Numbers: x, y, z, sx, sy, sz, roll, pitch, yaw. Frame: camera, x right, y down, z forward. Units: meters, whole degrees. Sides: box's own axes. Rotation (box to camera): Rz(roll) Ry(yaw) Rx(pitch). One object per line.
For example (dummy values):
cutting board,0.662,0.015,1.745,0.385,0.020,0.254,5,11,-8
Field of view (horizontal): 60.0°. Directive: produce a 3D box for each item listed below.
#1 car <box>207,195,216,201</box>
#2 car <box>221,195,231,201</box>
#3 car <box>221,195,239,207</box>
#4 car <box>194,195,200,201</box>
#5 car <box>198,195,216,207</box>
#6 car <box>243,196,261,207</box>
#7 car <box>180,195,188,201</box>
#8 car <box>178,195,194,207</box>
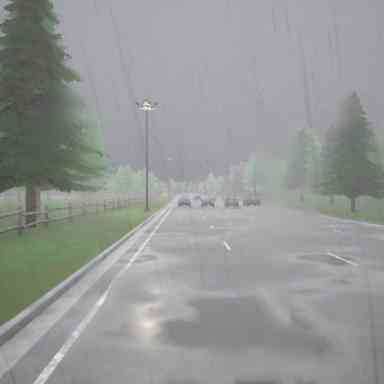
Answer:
car,5.018,1.524,85.158,1.812,1.442,4.674,0,0,-1
car,8.539,1.552,84.297,1.994,1.385,4.181,0,0,-1
car,5.885,1.491,50.255,2.128,1.511,4.902,0,0,-1
car,1.486,1.500,86.428,1.837,1.490,4.892,0,0,-1
car,2.375,1.601,50.902,1.895,1.301,4.718,0,0,-1
car,9.315,1.352,52.106,2.097,1.767,4.553,0,0,-1
car,-2.034,1.540,87.231,2.033,1.411,5.357,0,0,-1
car,-1.124,1.601,51.019,1.895,1.301,4.718,0,0,-1
